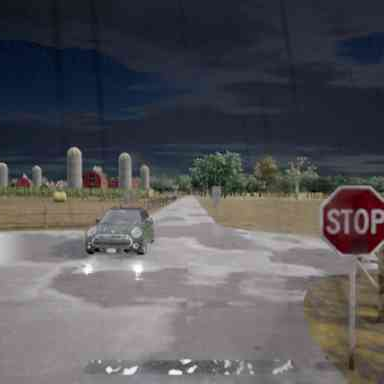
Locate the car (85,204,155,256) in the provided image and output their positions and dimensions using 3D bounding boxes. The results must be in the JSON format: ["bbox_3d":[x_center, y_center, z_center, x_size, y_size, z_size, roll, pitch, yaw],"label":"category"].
[{"bbox_3d":[-2.745,1.421,13.618,2.097,1.767,4.553,1,0,0],"label":"car"}]
